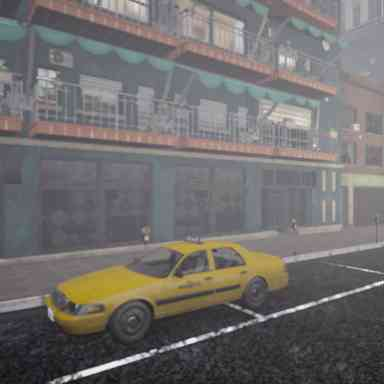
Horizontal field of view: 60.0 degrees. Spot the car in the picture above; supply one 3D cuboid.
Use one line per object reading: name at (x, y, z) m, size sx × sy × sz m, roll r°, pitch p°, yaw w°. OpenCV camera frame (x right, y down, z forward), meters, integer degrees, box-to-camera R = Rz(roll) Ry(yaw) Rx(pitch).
car at (-0.173, 1.565, 6.447) m, size 4.829 × 1.417 × 1.752 m, roll 1°, pitch -1°, yaw -35°
